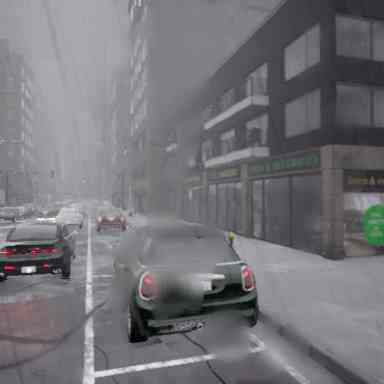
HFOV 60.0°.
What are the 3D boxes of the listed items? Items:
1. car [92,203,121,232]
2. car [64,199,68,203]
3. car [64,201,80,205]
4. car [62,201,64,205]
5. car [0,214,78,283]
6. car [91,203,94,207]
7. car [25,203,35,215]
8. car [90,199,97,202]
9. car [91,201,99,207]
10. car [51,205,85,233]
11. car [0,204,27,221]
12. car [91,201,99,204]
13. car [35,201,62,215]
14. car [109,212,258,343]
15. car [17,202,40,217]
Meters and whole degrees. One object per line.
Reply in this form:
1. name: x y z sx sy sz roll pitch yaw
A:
1. car: -5.707 1.807 23.028 1.967 1.590 4.097 0 -1 -17
2. car: -34.455 3.053 87.319 2.008 1.369 4.403 0 -1 -17
3. car: -13.707 2.168 39.283 1.812 1.442 4.674 0 -1 -17
4. car: -31.279 2.896 76.980 1.802 1.307 4.206 0 -1 -17
5. car: -4.701 1.680 10.438 1.837 1.490 4.892 0 -1 -17
6. car: -8.957 2.089 33.537 2.008 1.369 4.403 0 -1 -17
7. car: -18.727 2.197 36.273 1.802 1.307 4.206 0 -1 -17
8. car: -23.132 2.763 79.488 1.967 1.590 4.097 0 -1 -17
9. car: -24.770 2.945 84.820 1.752 1.417 4.829 0 -1 -17
10. car: -9.281 1.939 25.264 1.812 1.442 4.674 0 -1 -17
11. car: -17.102 2.095 31.018 1.947 1.339 4.313 0 -1 -17
12. car: -12.207 2.276 44.047 1.947 1.339 4.313 0 -1 -17
13. car: -16.719 2.136 38.667 2.128 1.511 4.902 0 -1 -17
14. car: -0.482 1.461 6.999 2.097 1.767 4.553 0 -1 -17
15. car: -20.353 2.141 41.530 1.967 1.590 4.097 0 -1 -17
